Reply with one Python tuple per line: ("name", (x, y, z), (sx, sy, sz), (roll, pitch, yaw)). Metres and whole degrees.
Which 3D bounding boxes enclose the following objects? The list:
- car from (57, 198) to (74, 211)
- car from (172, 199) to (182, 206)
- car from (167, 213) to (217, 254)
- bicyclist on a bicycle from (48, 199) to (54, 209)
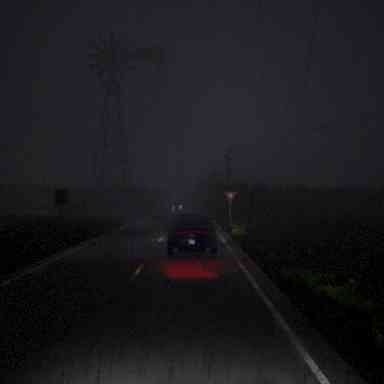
("car", (-17.255, 1.706, 45.435), (1.905, 1.878, 3.866), (0, -1, -31))
("car", (-3.254, 2.310, 73.273), (1.812, 1.442, 4.674), (0, -1, 0))
("car", (0.015, 1.631, 14.224), (1.882, 1.535, 5.008), (0, 0, 0))
("bicyclist on a bicycle", (-20.709, 1.846, 48.704), (0.582, 1.620, 1.656), (0, -1, 24))
